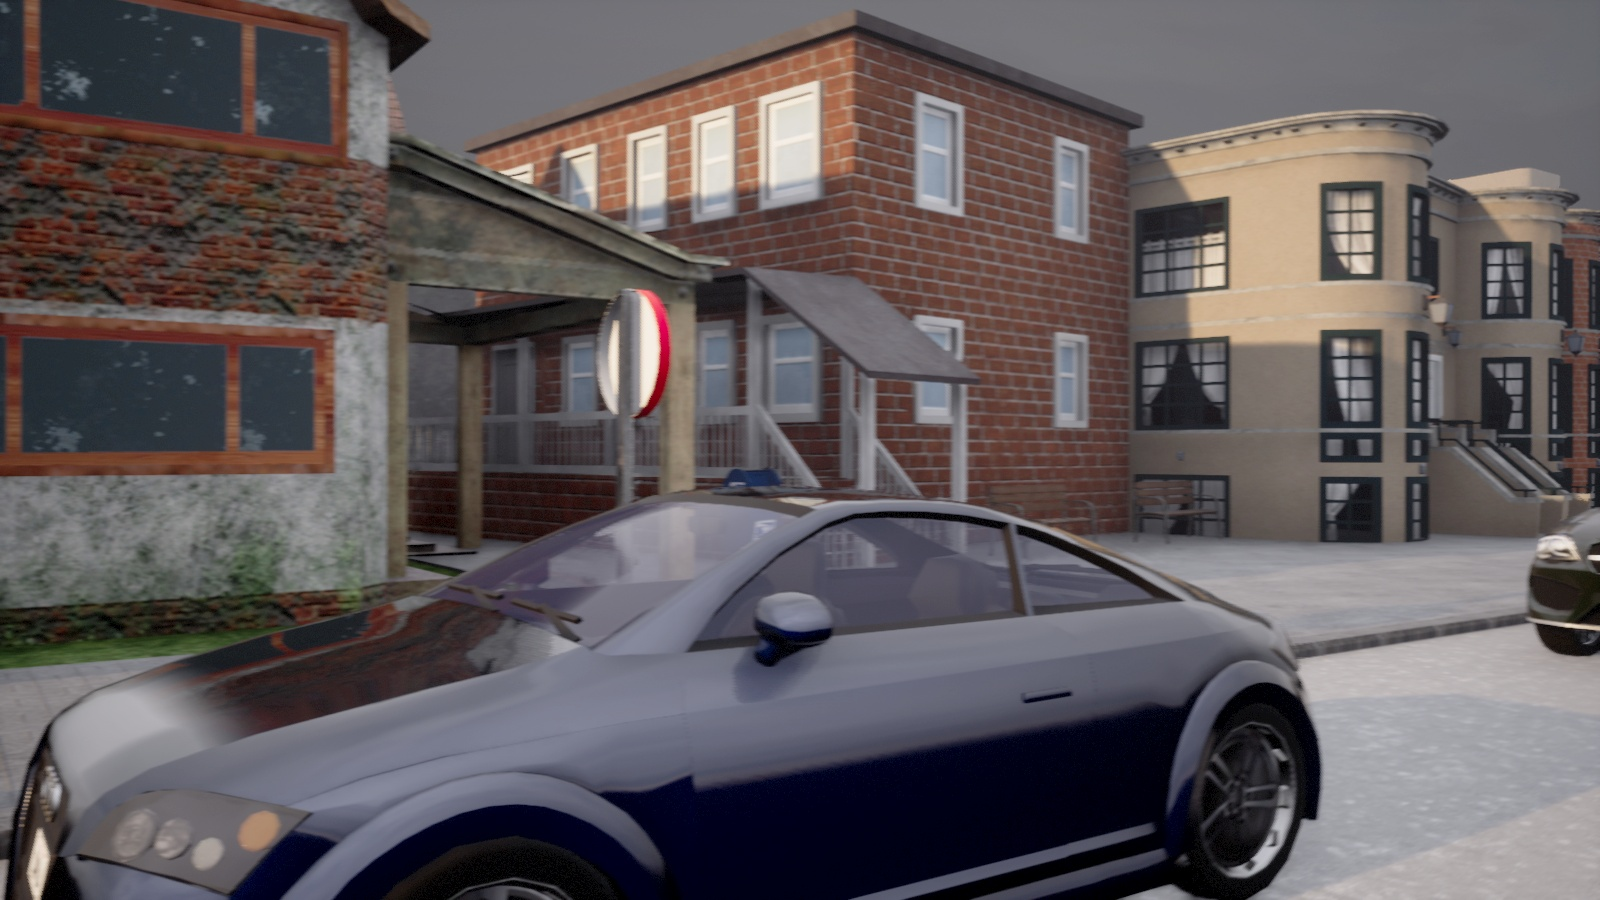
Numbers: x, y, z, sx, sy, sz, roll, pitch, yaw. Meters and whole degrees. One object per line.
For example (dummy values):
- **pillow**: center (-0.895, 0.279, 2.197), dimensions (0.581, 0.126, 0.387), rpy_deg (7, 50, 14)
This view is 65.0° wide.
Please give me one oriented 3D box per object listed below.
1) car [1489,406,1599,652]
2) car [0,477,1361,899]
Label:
- **car**: center (7.641, 0.530, 9.587), dimensions (5.027, 1.651, 2.152), rpy_deg (0, 0, -35)
- **car**: center (-0.312, 0.819, 4.050), dimensions (4.181, 1.385, 1.994), rpy_deg (0, 0, -35)
